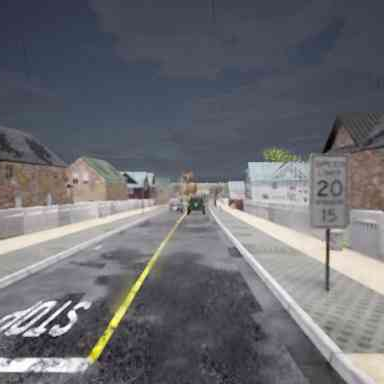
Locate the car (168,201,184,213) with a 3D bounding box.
[{"bbox_3d":[-2.082,1.972,44.680,2.128,1.511,4.902,0,-1,2],"label":"car"}]

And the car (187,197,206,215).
[{"bbox_3d":[0.553,1.654,40.457,2.150,2.045,5.566,0,-1,2],"label":"car"}]
